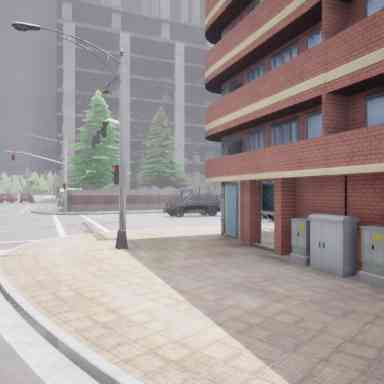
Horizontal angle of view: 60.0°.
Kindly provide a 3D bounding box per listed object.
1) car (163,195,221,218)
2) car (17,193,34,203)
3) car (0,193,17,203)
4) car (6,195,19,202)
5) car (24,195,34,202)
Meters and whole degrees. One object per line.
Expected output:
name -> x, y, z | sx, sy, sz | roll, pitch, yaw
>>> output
car -> 0.117, 1.277, 31.313 | 5.566, 2.045, 2.150 | 0, 0, -23
car -> -34.638, 1.225, 69.458 | 2.150, 2.045, 5.566 | 0, 0, -23
car -> -38.004, 1.225, 68.432 | 2.150, 2.045, 5.566 | 0, 0, -23
car -> -42.153, 1.540, 78.223 | 2.033, 1.411, 5.357 | 0, 0, -23
car -> -38.768, 1.524, 79.205 | 1.812, 1.442, 4.674 | 0, 0, -23
